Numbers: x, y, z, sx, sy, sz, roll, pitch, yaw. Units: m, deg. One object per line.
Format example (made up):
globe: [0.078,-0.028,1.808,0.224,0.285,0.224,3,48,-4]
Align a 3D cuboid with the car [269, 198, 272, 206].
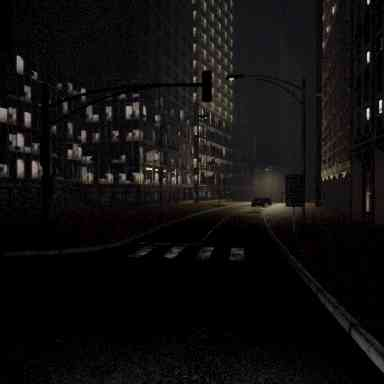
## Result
car: [13.492,1.732,60.827,1.837,1.490,4.892,0,0,21]

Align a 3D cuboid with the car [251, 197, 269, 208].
car: [10.300,1.669,51.324,1.837,1.490,4.892,0,0,17]
